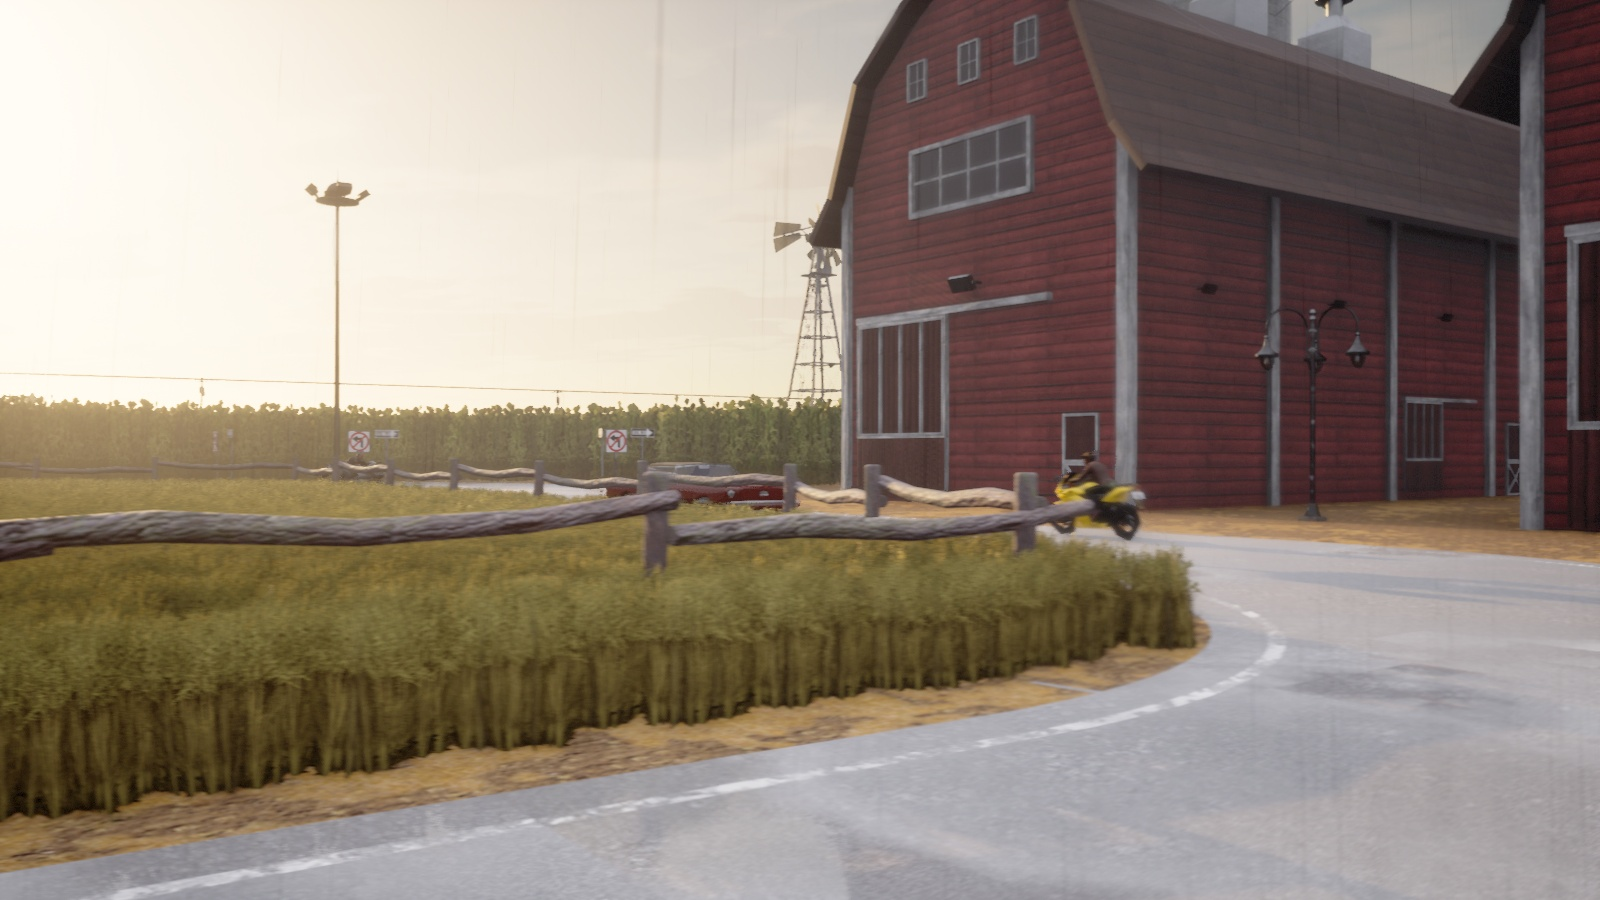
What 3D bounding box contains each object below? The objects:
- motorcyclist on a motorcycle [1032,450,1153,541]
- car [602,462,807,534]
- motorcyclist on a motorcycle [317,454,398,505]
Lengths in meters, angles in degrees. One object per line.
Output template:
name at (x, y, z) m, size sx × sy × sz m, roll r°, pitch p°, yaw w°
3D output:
motorcyclist on a motorcycle at (5.141, 0.771, 22.160) m, size 0.797 × 1.523 × 2.044 m, roll 0°, pitch 0°, yaw -36°
car at (-2.061, 0.913, 25.722) m, size 1.895 × 1.301 × 4.718 m, roll 0°, pitch 0°, yaw -38°
motorcyclist on a motorcycle at (-13.625, 0.904, 38.682) m, size 2.191 × 1.530 × 0.866 m, roll 0°, pitch 2°, yaw 14°
